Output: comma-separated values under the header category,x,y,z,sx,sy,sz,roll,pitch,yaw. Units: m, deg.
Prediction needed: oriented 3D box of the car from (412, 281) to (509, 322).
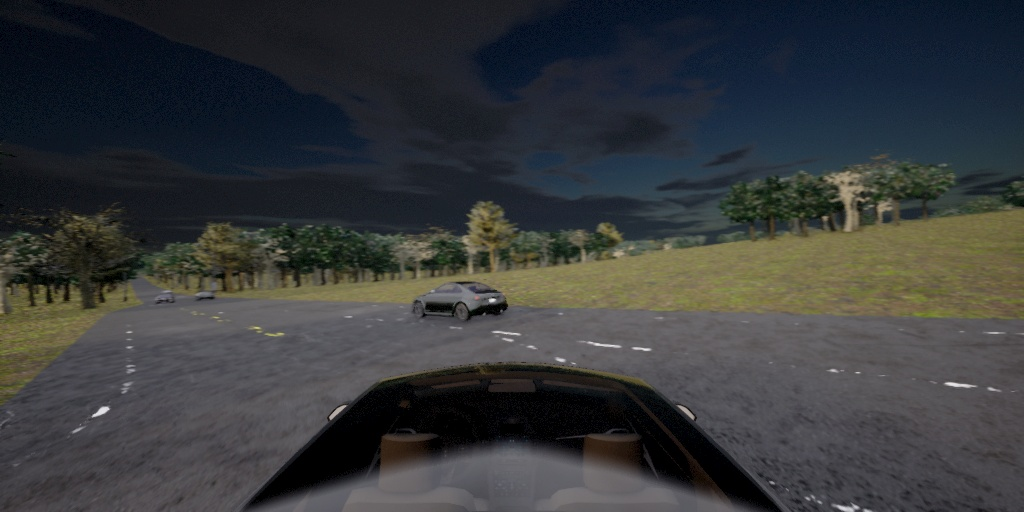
category,x,y,z,sx,sy,sz,roll,pitch,yaw
car,-2.128,1.686,14.007,4.181,1.385,1.994,-6,-3,43
